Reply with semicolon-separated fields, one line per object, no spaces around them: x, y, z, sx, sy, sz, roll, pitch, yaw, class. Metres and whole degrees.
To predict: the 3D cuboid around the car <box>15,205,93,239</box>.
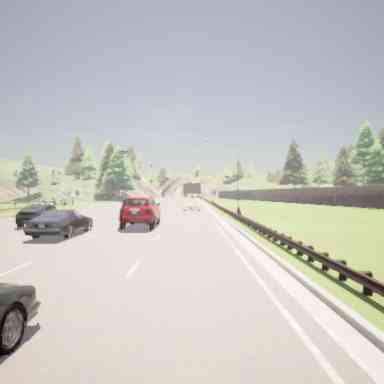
-6.899;1.620;17.761;2.033;1.411;5.357;0;0;0;car

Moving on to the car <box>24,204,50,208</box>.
-10.399;1.599;23.195;1.837;1.490;4.892;0;0;0;car

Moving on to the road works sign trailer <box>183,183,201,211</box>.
0.002;0.638;43.166;2.380;3.560;2.880;0;0;0;road works sign trailer

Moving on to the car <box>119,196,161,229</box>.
-3.400;1.312;22.328;2.150;2.045;5.566;0;0;0;car

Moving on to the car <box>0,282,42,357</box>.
-3.400;1.560;3.021;2.033;1.411;5.357;0;0;0;car
